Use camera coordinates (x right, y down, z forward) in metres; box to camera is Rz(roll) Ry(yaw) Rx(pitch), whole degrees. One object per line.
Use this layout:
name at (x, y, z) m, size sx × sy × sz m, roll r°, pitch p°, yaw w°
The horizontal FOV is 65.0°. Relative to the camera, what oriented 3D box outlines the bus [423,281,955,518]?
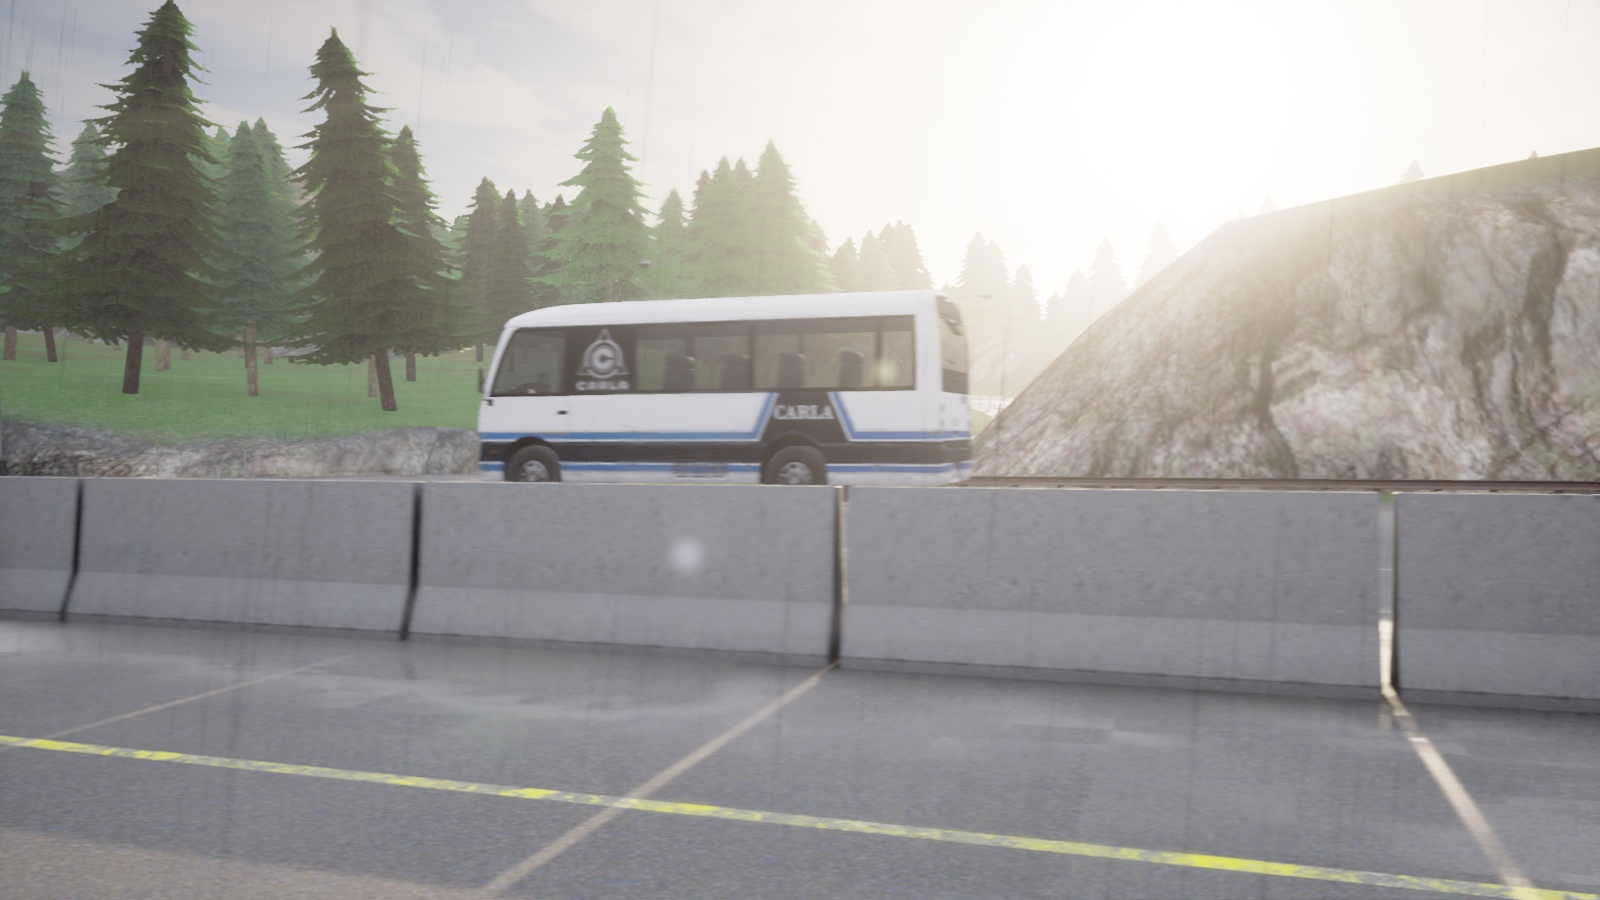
bus at (-2.258, -0.976, 26.087) m, size 10.273 × 4.253 × 3.944 m, roll 1°, pitch 1°, yaw 19°
